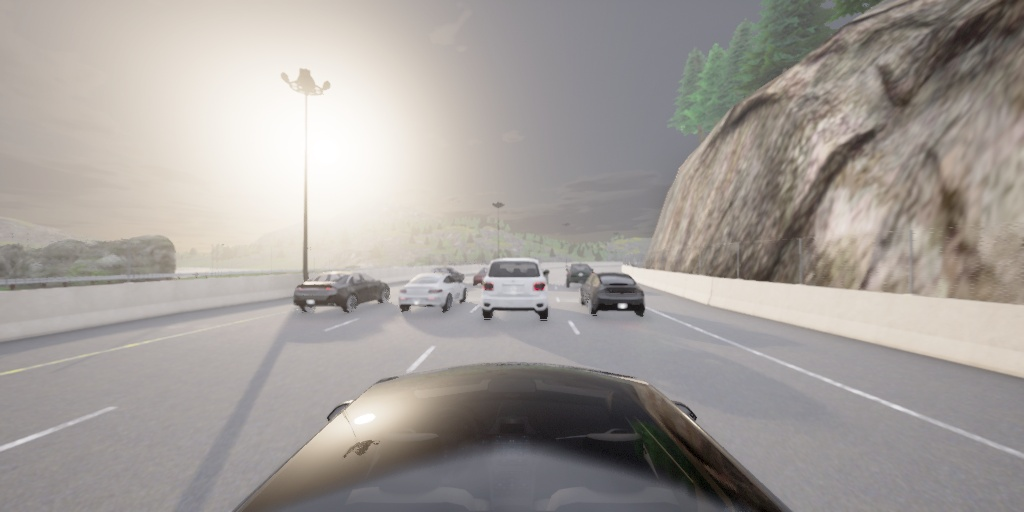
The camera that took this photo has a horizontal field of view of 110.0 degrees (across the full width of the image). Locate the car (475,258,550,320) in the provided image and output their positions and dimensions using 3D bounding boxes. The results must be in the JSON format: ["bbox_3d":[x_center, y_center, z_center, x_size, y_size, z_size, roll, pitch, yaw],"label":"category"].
[{"bbox_3d":[0.219,1.095,13.403,2.150,2.045,5.566,0,0,4],"label":"car"}]

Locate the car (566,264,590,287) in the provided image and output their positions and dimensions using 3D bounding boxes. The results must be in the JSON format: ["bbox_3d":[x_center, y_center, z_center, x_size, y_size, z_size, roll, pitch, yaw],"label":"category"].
[{"bbox_3d":[5.234,1.367,27.641,2.097,1.767,4.553,0,-1,9],"label":"car"}]

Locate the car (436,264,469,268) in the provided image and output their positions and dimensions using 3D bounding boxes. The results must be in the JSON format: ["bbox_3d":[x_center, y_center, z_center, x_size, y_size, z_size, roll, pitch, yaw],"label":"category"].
[{"bbox_3d":[-5.327,1.569,28.180,2.033,1.411,5.357,0,-1,9],"label":"car"}]

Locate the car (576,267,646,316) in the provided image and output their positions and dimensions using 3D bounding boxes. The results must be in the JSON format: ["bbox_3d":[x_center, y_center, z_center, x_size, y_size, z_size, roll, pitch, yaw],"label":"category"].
[{"bbox_3d":[3.794,1.385,14.115,1.837,1.490,4.892,0,0,4],"label":"car"}]

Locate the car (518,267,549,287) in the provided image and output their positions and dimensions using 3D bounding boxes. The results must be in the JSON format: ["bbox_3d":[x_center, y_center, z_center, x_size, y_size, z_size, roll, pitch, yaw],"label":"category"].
[{"bbox_3d":[1.760,1.585,28.092,1.994,1.385,4.181,0,-1,9],"label":"car"}]

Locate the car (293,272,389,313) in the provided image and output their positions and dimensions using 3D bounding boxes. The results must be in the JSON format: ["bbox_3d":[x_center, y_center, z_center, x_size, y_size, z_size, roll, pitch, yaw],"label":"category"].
[{"bbox_3d":[-6.693,1.376,14.665,2.128,1.511,4.902,0,0,4],"label":"car"}]

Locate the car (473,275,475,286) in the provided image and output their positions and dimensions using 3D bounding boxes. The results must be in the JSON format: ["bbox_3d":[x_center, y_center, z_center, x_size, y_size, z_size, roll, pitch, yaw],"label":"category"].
[{"bbox_3d":[-1.710,1.590,28.567,1.994,1.385,4.181,0,-1,9],"label":"car"}]

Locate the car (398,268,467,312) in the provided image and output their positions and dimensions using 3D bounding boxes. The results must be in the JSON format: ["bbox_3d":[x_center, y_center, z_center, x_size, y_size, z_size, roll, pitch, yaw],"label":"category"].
[{"bbox_3d":[-3.164,1.410,14.875,1.812,1.442,4.674,0,0,5],"label":"car"}]
